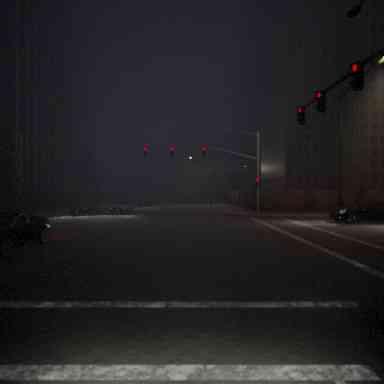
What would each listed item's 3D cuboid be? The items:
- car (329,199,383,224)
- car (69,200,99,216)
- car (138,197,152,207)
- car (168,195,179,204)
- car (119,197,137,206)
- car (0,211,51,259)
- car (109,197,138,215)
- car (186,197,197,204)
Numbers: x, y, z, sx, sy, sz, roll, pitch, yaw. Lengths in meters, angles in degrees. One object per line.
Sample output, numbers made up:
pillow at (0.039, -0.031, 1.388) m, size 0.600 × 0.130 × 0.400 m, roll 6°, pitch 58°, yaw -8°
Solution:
car at (12.381, 1.352, 23.960) m, size 4.553 × 1.767 × 2.097 m, roll 0°, pitch 0°, yaw 0°
car at (-10.640, 1.526, 33.204) m, size 1.812 × 1.442 × 4.674 m, roll 0°, pitch 0°, yaw 0°
car at (-7.148, 1.526, 50.457) m, size 1.812 × 1.442 × 4.674 m, roll 0°, pitch 0°, yaw 0°
car at (-3.588, 1.352, 64.993) m, size 2.097 × 1.767 × 4.553 m, roll 0°, pitch 0°, yaw 0°
car at (-10.652, 1.548, 55.553) m, size 2.033 × 1.411 × 5.357 m, roll 0°, pitch 0°, yaw 0°
car at (-7.118, 1.491, 12.687) m, size 2.128 × 1.511 × 4.902 m, roll 0°, pitch 0°, yaw 0°
car at (-7.144, 1.526, 34.184) m, size 1.812 × 1.442 × 4.674 m, roll 0°, pitch 0°, yaw 0°
car at (-0.088, 1.564, 65.028) m, size 1.994 × 1.385 × 4.181 m, roll 0°, pitch 0°, yaw 0°
